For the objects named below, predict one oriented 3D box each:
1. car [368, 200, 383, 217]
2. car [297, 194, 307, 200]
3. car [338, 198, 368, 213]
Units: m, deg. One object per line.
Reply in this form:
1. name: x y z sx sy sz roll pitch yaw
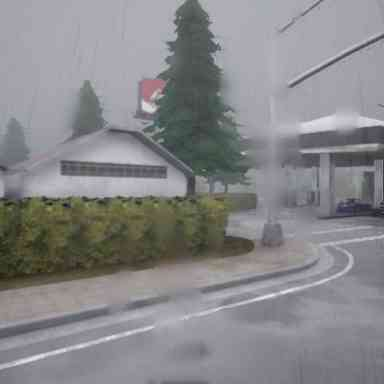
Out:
1. car: 18.310 1.375 30.481 3.866 1.878 1.905 0 0 -36
2. car: 29.575 1.473 87.098 2.152 1.636 5.027 0 0 -36
3. car: 18.477 1.551 37.611 4.611 1.667 2.242 0 0 -36
